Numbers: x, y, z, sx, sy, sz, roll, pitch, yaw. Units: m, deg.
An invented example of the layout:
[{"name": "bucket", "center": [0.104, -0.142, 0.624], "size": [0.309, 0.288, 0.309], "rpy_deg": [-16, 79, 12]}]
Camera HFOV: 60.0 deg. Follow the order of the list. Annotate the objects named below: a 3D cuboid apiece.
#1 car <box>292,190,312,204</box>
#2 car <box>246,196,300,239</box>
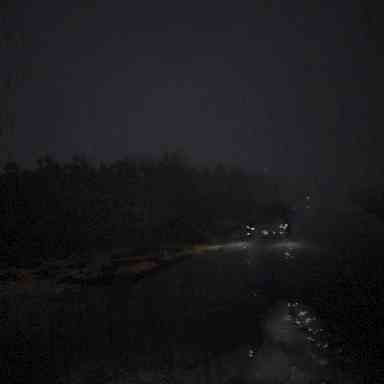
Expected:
[{"name": "car", "center": [13.022, 0.513, 39.331], "size": [1.837, 1.490, 4.892], "rpy_deg": [-3, 1, 21]}, {"name": "car", "center": [3.771, 1.249, 15.462], "size": [1.837, 1.490, 4.892], "rpy_deg": [-3, 2, 21]}]
